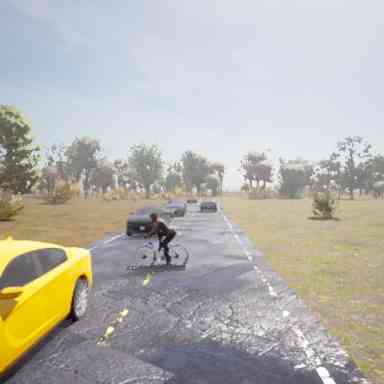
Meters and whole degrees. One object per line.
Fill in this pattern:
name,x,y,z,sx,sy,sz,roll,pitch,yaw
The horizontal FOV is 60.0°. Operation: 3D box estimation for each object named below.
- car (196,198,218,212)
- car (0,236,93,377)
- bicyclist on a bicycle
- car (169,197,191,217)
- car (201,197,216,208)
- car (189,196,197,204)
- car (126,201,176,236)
car,1.925,1.484,38.317,2.128,1.511,4.902,0,0,3
car,-2.957,1.477,4.505,1.882,1.535,5.008,0,0,3
bicyclist on a bicycle,-0.946,1.454,9.878,1.656,1.620,0.582,-2,0,3
car,-1.564,1.486,31.784,2.128,1.511,4.902,0,0,3
car,2.439,1.534,48.610,2.033,1.411,5.357,0,0,3
car,0.035,1.455,63.740,1.882,1.535,5.008,0,0,3
car,-2.259,1.476,18.430,1.882,1.535,5.008,0,0,3
